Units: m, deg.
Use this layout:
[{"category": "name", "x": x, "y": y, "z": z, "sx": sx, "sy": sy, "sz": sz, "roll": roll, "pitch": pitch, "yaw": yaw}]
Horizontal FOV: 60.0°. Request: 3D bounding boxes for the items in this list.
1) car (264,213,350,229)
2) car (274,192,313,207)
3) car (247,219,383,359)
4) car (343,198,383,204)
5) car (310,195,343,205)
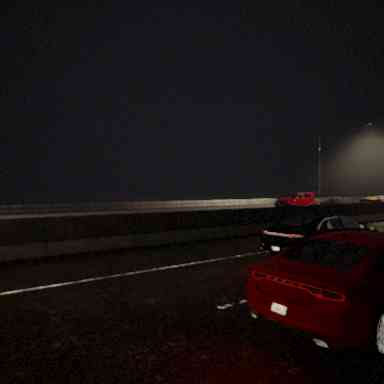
[{"category": "car", "x": 4.435, "y": 1.449, "z": 11.203, "sx": 4.902, "sy": 1.511, "sz": 2.128, "roll": 0, "pitch": 0, "yaw": -35}, {"category": "car", "x": 11.920, "y": 1.080, "z": 38.263, "sx": 5.566, "sy": 2.045, "sz": 2.150, "roll": 0, "pitch": 0, "yaw": -35}, {"category": "car", "x": 3.214, "y": 1.453, "z": 6.035, "sx": 5.008, "sy": 1.535, "sz": 1.882, "roll": 0, "pitch": 0, "yaw": -35}, {"category": "car", "x": 17.999, "y": 1.325, "z": 33.996, "sx": 5.008, "sy": 1.535, "sz": 1.882, "roll": 0, "pitch": 0, "yaw": -35}, {"category": "car", "x": 15.866, "y": 1.395, "z": 36.776, "sx": 5.357, "sy": 1.411, "sz": 2.033, "roll": 0, "pitch": 0, "yaw": -35}]
